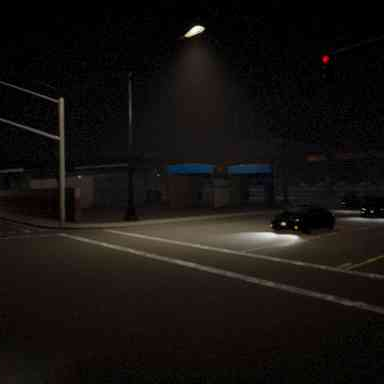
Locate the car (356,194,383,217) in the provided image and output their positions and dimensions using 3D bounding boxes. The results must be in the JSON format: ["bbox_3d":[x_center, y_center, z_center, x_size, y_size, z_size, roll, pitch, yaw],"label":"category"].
[{"bbox_3d":[15.049,1.210,26.932,1.837,1.490,4.892,0,1,39],"label":"car"}]

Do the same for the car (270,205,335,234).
[{"bbox_3d":[6.105,1.415,18.224,4.181,1.385,1.994,-1,0,-42],"label":"car"}]

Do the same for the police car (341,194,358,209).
[{"bbox_3d":[17.694,1.046,37.016,1.930,1.638,5.238,0,0,25],"label":"police car"}]
